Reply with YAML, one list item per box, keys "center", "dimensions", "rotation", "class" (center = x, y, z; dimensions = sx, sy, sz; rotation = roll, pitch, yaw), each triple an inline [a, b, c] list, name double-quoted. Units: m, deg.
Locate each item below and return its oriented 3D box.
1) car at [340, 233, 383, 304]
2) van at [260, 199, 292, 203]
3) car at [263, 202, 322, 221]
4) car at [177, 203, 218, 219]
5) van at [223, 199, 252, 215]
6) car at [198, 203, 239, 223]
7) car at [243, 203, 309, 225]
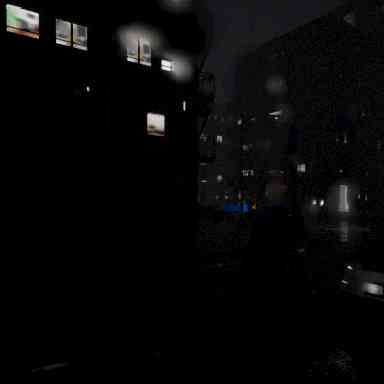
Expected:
- center: [5.276, 1.491, 7.480]
  dimensions: [4.902, 1.511, 2.128]
  rotation: [0, 0, -36]
  class: "car"
- center: [8.424, 1.602, 33.589]
  dimensions: [1.690, 1.788, 3.998]
  rotation: [-1, 0, -36]
  class: "van"
- center: [8.544, 1.819, 28.589]
  dimensions: [1.895, 1.301, 4.718]
  rotation: [0, -1, -34]
  class: "car"
- center: [0.483, 1.881, 34.646]
  dimensions: [1.812, 1.442, 4.674]
  rotation: [0, -1, -37]
  class: "car"
- center: [5.096, 1.676, 38.095]
  dimensions: [1.690, 1.788, 3.998]
  rotation: [-1, 0, -36]
  class: "van"
- center: [1.699, 1.874, 28.653]
  dimensions: [1.802, 1.307, 4.206]
  rotation: [-1, 0, -36]
  class: "car"
- center: [6.486, 1.824, 26.511]
  dimensions: [1.895, 1.301, 4.718]
  rotation: [0, -1, -37]
  class: "car"
